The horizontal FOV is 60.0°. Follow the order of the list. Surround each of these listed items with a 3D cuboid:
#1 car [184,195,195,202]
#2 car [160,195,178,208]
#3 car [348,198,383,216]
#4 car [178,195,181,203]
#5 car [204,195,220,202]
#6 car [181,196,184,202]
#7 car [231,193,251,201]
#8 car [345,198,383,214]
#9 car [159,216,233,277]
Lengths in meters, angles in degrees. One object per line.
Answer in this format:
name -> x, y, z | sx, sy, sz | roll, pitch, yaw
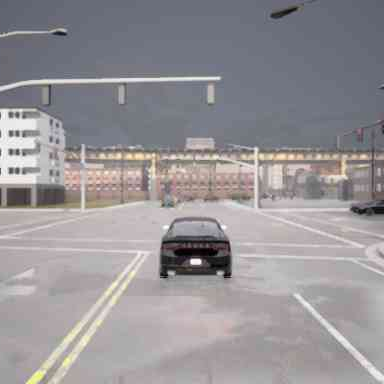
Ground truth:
car -> -1.080, 1.420, 78.929 | 2.097, 1.767, 4.553 | 0, 0, 23
car -> -3.568, 1.546, 49.817 | 1.837, 1.490, 4.892 | 0, 0, 0
car -> 17.063, 1.458, 30.440 | 4.181, 1.385, 1.994 | -1, 0, 1
car -> -3.544, 1.527, 59.030 | 1.882, 1.535, 5.008 | 0, 0, 1
car -> 4.920, 1.423, 81.884 | 2.097, 1.767, 4.553 | 0, 0, 39
car -> -3.477, 1.412, 69.083 | 2.097, 1.767, 4.553 | 0, 0, 2
car -> 12.892, 1.297, 88.072 | 5.566, 2.045, 2.150 | 0, 0, -24
car -> 18.532, 1.375, 33.912 | 4.902, 1.511, 2.128 | -1, 0, 1
car -> 0.095, 1.486, 10.264 | 1.882, 1.535, 5.008 | 0, 0, 0
